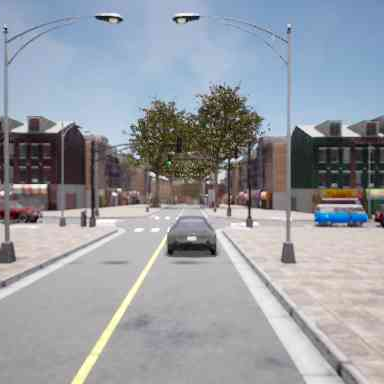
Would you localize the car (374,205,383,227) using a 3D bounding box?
[{"bbox_3d":[17.168,1.945,26.385,5.009,1.841,2.192,1,0,0],"label":"car"}]

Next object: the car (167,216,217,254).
[{"bbox_3d":[0.001,1.713,14.291,1.994,1.385,4.181,0,-1,0],"label":"car"}]

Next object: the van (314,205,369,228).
[{"bbox_3d":[11.762,1.900,26.388,3.998,1.788,1.690,1,0,0],"label":"van"}]

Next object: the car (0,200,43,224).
[{"bbox_3d":[-14.598,1.542,26.400,5.009,1.841,2.192,1,0,0],"label":"car"}]
